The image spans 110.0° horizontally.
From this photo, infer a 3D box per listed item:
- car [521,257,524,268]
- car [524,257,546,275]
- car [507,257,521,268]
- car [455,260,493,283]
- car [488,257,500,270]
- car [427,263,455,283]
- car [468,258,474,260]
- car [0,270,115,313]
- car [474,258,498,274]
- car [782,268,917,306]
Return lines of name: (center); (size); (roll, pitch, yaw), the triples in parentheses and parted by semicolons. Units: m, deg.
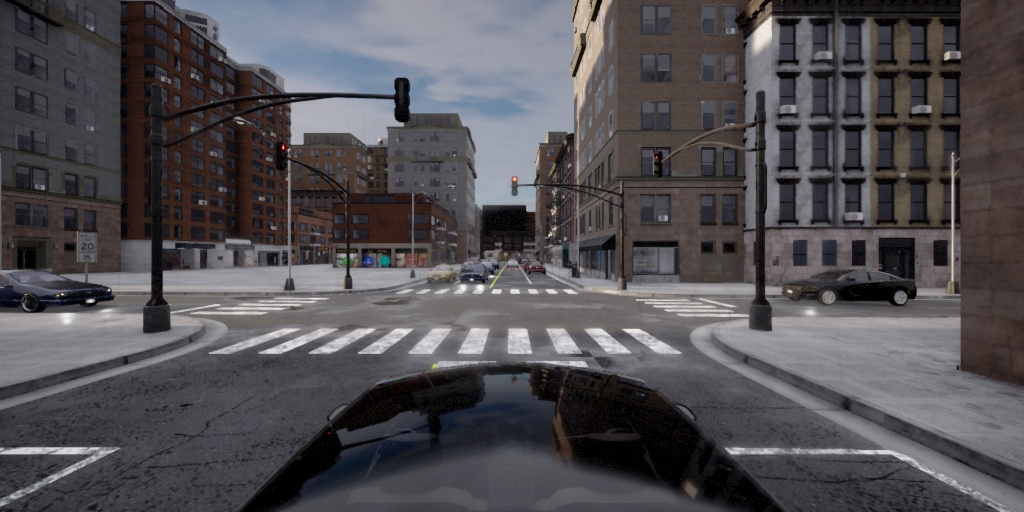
car: (2.644, 1.066, 45.066); (2.192, 1.841, 5.009); (0, 0, 0)
car: (2.643, 1.191, 39.404); (1.967, 1.591, 4.097); (0, 0, 0)
car: (0.112, 1.279, 61.904); (1.812, 1.442, 4.674); (0, 0, 0)
car: (-2.845, 1.298, 28.165); (2.033, 1.411, 5.357); (0, 0, 0)
car: (-2.820, 1.230, 52.534); (1.882, 1.535, 5.008); (0, 0, 0)
car: (-5.384, 1.276, 27.912); (1.751, 1.417, 4.829); (0, 0, 0)
car: (-5.382, 1.302, 45.068); (2.007, 1.370, 4.403); (0, 0, 0)
car: (-17.802, 1.216, 12.888); (5.357, 1.411, 2.033); (0, 0, 0)
car: (-2.846, 1.277, 38.765); (1.812, 1.442, 4.674); (0, 0, 0)
car: (14.774, 1.310, 15.873); (5.008, 1.535, 1.882); (0, 0, -1)
